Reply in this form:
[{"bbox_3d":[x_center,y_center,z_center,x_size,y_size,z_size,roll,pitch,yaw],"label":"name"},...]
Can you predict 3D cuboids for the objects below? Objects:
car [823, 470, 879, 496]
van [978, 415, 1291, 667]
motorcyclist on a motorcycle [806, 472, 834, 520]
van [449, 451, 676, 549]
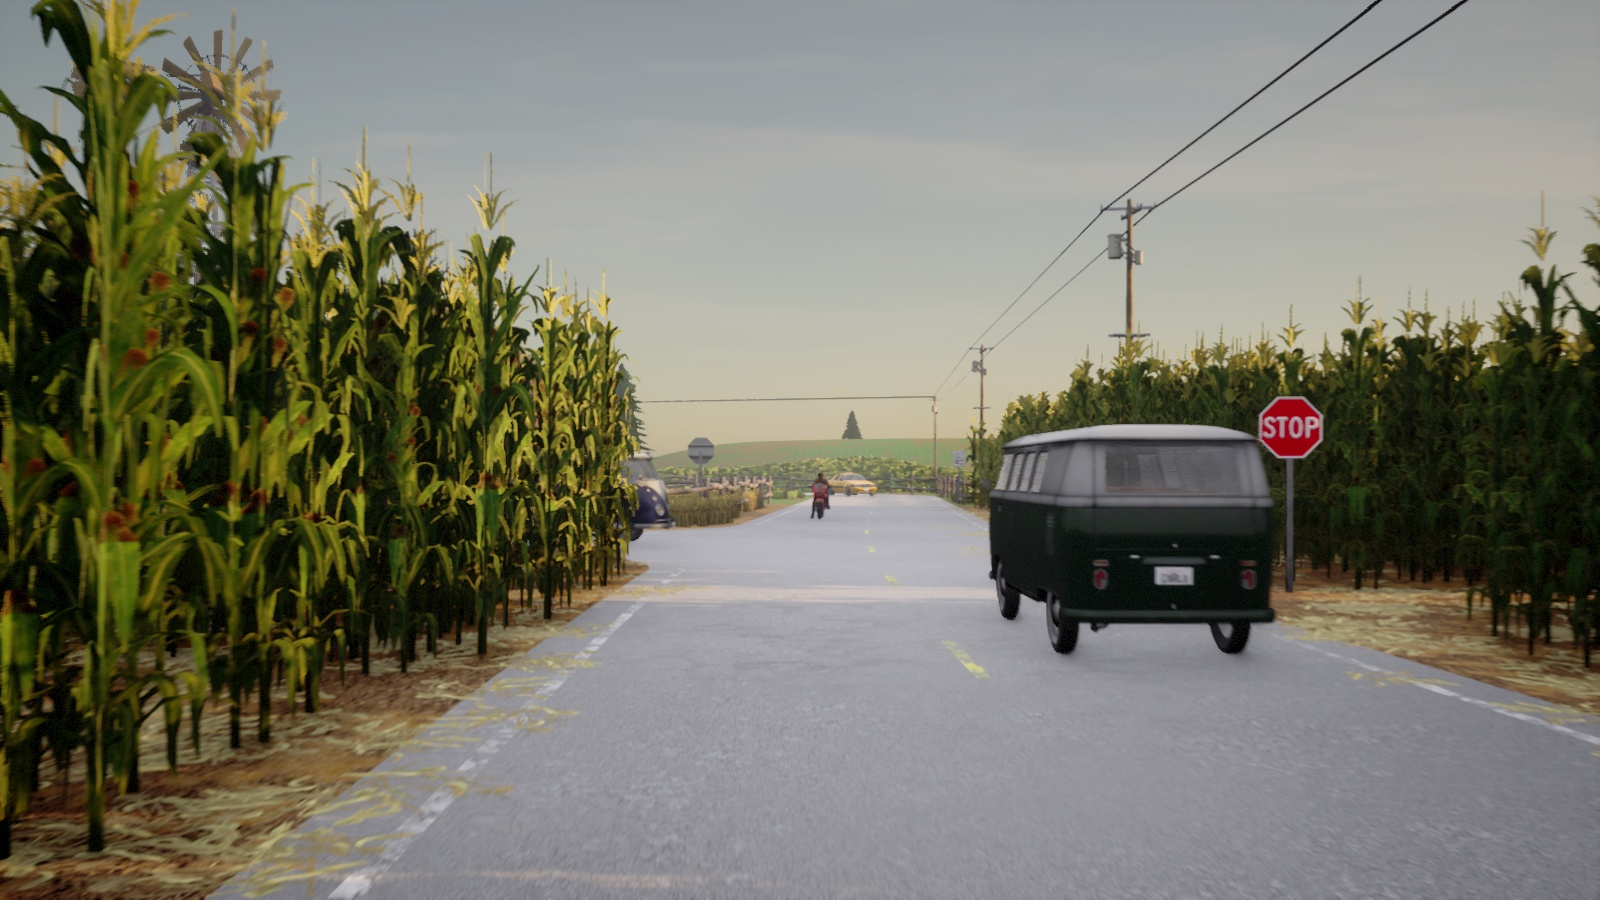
[{"bbox_3d":[3.190,2.072,79.535,1.801,1.575,5.366,0,-1,-18],"label":"car"},{"bbox_3d":[2.968,0.758,12.192,1.775,1.987,4.442,0,-1,-1],"label":"van"},{"bbox_3d":[0.676,1.482,41.080,0.797,1.523,2.044,0,-1,4],"label":"motorcyclist on a motorcycle"},{"bbox_3d":[-4.963,1.034,26.607,4.442,1.987,1.775,0,-1,2],"label":"van"}]
